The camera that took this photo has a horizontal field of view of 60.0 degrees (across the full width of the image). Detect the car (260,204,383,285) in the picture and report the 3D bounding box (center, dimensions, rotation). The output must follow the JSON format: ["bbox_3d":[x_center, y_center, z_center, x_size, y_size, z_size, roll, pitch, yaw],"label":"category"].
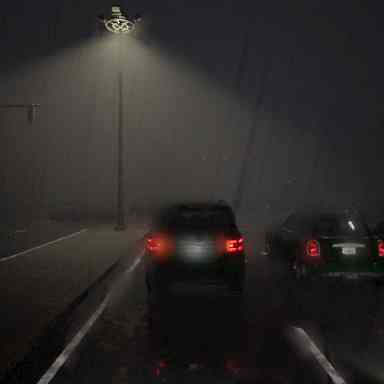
[{"bbox_3d":[3.572,1.355,9.678,2.097,1.767,4.553,0,0,0],"label":"car"}]

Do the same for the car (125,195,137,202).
[{"bbox_3d":[-15.054,1.551,82.032,2.128,1.511,4.902,0,0,0],"label":"car"}]

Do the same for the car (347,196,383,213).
[{"bbox_3d":[19.614,1.363,36.094,4.553,1.767,2.097,0,0,1],"label":"car"}]

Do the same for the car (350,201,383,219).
[{"bbox_3d":[16.982,1.557,29.123,5.357,1.411,2.033,0,0,1],"label":"car"}]

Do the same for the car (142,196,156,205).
[{"bbox_3d":[-8.103,1.567,62.973,2.033,1.411,5.357,0,0,1],"label":"car"}]

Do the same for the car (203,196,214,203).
[{"bbox_3d":[3.467,1.564,71.080,2.033,1.411,5.357,0,0,0],"label":"car"}]

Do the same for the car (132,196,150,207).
[{"bbox_3d":[-8.134,1.508,53.225,2.128,1.511,4.902,0,0,0],"label":"car"}]

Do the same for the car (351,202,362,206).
[{"bbox_3d":[14.356,1.609,25.578,4.718,1.301,1.895,0,0,0],"label":"car"}]

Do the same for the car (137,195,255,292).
[{"bbox_3d":[0.073,1.224,9.111,2.150,2.045,5.566,0,0,0],"label":"car"}]

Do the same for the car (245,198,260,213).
[{"bbox_3d":[5.871,1.612,35.960,4.718,1.301,1.895,0,0,42],"label":"car"}]

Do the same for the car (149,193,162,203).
[{"bbox_3d":[-8.057,1.248,73.493,2.150,2.045,5.566,0,0,0],"label":"car"}]

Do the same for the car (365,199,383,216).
[{"bbox_3d":[19.919,1.488,32.590,5.008,1.535,1.882,0,0,1],"label":"car"}]

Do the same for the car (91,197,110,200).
[{"bbox_3d":[-15.130,1.581,53.283,1.994,1.385,4.181,0,0,0],"label":"car"}]

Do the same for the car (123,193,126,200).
[{"bbox_3d":[-15.056,1.248,71.932,2.150,2.045,5.566,0,0,0],"label":"car"}]

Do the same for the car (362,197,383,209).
[{"bbox_3d":[7.071,1.224,8.804,2.150,2.045,5.566,0,0,0],"label":"car"}]

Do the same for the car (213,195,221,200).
[{"bbox_3d":[7.171,1.583,95.111,1.994,1.385,4.181,0,0,1],"label":"car"}]

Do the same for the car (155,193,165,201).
[{"bbox_3d":[-8.035,1.237,84.265,2.150,2.045,5.566,0,0,0],"label":"car"}]

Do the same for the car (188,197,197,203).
[{"bbox_3d":[0.047,1.622,68.801,1.895,1.301,4.718,0,0,0],"label":"car"}]

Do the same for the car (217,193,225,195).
[{"bbox_3d":[6.941,1.250,79.560,2.150,2.045,5.566,0,0,0],"label":"car"}]

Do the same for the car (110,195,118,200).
[{"bbox_3d":[-15.103,1.620,62.036,1.895,1.301,4.718,0,0,0],"label":"car"}]

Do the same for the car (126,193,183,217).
[{"bbox_3d":[-2.543,1.231,28.641,5.566,2.045,2.150,0,0,-4],"label":"car"}]

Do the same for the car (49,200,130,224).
[{"bbox_3d":[-7.595,1.555,24.608,5.357,1.411,2.033,0,0,-3],"label":"car"}]
